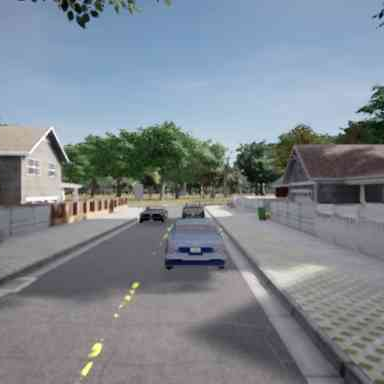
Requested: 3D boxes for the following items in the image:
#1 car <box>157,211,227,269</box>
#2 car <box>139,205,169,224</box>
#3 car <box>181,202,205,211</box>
[{"bbox_3d":[0.098,1.581,11.264,2.033,1.411,5.357,0,0,0],"label":"car"},{"bbox_3d":[-2.840,1.675,25.484,1.895,1.301,4.718,0,0,0],"label":"car"},{"bbox_3d":[0.103,1.572,28.420,2.128,1.511,4.902,0,0,0],"label":"car"}]
